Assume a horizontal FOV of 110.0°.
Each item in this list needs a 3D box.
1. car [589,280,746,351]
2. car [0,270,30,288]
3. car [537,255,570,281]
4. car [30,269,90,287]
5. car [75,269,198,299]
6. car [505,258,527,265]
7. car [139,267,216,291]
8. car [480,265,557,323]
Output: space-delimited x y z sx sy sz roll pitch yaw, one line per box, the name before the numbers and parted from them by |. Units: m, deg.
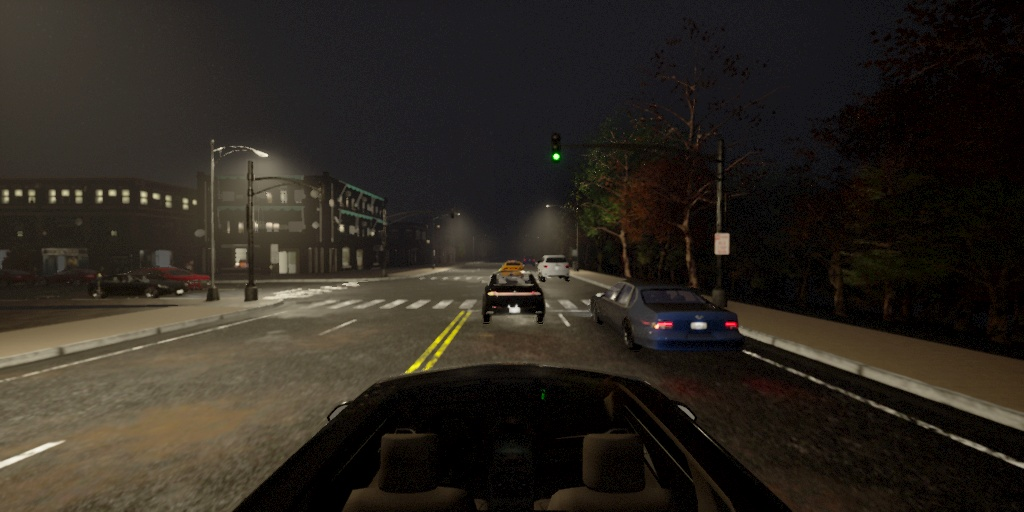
car | 3.350 1.297 8.942 2.033 1.411 5.357 0 0 0
car | -39.345 1.717 27.736 4.207 1.307 1.802 0 0 0
car | 3.356 0.969 29.601 2.150 2.045 5.566 0 0 0
car | -33.810 1.656 27.728 4.207 1.307 1.802 0 0 0
car | -19.944 1.565 19.206 4.313 1.339 1.948 0 0 0
car | 0.106 1.224 32.474 1.882 1.535 5.008 0 0 0
car | -21.031 1.463 21.912 5.008 1.535 1.882 -1 1 0
car | -0.026 1.241 12.082 2.128 1.511 4.902 0 0 -2
